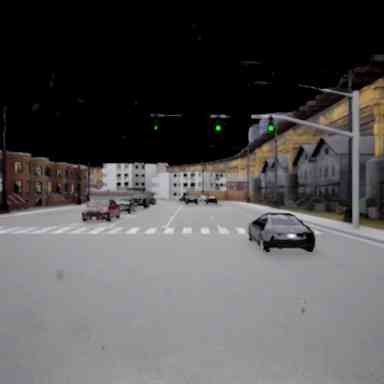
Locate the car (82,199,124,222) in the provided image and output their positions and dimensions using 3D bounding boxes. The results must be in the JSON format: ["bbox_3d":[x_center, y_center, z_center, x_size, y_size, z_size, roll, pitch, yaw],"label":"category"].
[{"bbox_3d":[-7.105,1.328,26.345,2.097,1.767,4.553,0,0,0],"label":"car"}]

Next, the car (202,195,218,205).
[{"bbox_3d":[3.427,1.425,59.372,1.882,1.535,5.008,0,0,-3],"label":"car"}]

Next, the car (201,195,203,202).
[{"bbox_3d":[2.165,1.328,69.452,1.812,1.442,4.674,0,0,-17],"label":"car"}]

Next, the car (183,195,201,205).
[{"bbox_3d":[-0.061,1.300,58.481,2.097,1.767,4.553,0,0,-3],"label":"car"}]

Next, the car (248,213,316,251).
[{"bbox_3d":[3.589,1.552,13.982,1.994,1.385,4.181,0,0,0],"label":"car"}]

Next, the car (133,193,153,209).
[{"bbox_3d":[-7.034,1.181,45.379,2.150,2.045,5.566,0,0,0],"label":"car"}]

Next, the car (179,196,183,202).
[{"bbox_3d":[-1.230,1.446,68.601,2.033,1.411,5.357,0,0,-17],"label":"car"}]

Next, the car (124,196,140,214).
[{"bbox_3d":[-7.079,1.494,35.145,1.812,1.442,4.674,0,0,0],"label":"car"}]

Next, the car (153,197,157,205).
[{"bbox_3d":[-7.043,1.497,55.886,2.033,1.411,5.357,0,0,0],"label":"car"}]
